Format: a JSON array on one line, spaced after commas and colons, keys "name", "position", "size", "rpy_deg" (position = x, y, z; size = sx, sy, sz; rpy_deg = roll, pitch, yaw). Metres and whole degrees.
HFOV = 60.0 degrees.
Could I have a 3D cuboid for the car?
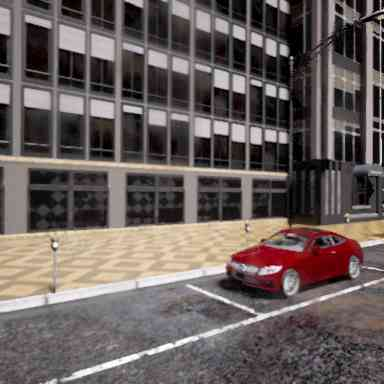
[{"name": "car", "position": [2.783, 1.605, 8.541], "size": [4.206, 1.307, 1.802], "rpy_deg": [0, 0, -36]}]
